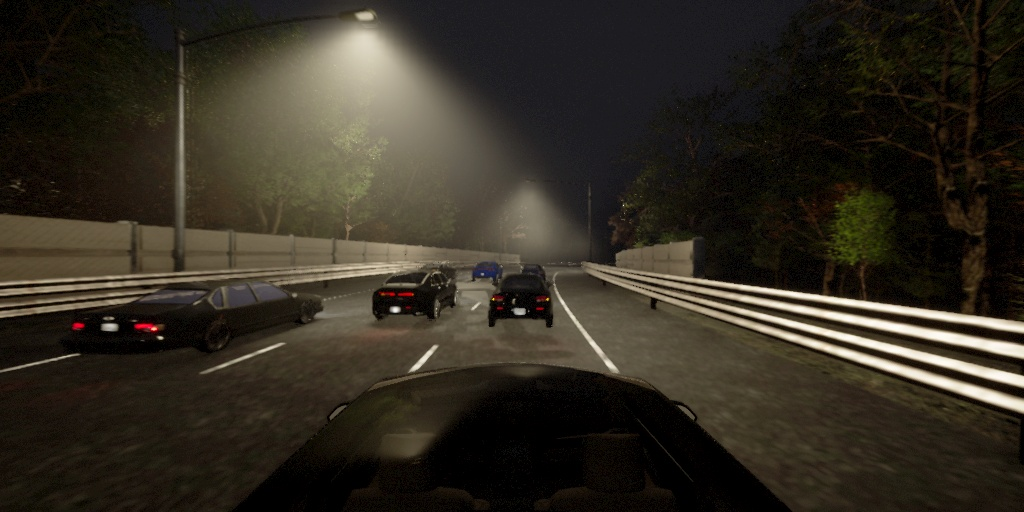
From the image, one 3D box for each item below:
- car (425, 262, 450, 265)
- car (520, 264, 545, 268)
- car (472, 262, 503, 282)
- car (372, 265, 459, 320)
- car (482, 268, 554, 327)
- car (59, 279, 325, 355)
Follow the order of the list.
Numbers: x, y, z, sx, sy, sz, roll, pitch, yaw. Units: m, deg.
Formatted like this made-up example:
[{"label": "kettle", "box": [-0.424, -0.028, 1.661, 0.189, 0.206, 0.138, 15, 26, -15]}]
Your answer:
[{"label": "car", "box": [-5.529, 1.183, 27.228, 2.128, 1.511, 4.902, 0, 0, 6]}, {"label": "car", "box": [1.526, 1.277, 27.360, 1.994, 1.385, 4.181, 0, 0, 7]}, {"label": "car", "box": [-1.858, 1.180, 28.537, 1.882, 1.535, 5.008, 0, 0, 7]}, {"label": "car", "box": [-3.129, 1.228, 12.419, 1.837, 1.490, 4.892, 0, 0, 3]}, {"label": "car", "box": [0.323, 1.260, 11.437, 1.812, 1.442, 4.674, 0, 0, 3]}, {"label": "car", "box": [-6.818, 1.268, 8.675, 2.033, 1.411, 5.357, 0, 0, 2]}]
